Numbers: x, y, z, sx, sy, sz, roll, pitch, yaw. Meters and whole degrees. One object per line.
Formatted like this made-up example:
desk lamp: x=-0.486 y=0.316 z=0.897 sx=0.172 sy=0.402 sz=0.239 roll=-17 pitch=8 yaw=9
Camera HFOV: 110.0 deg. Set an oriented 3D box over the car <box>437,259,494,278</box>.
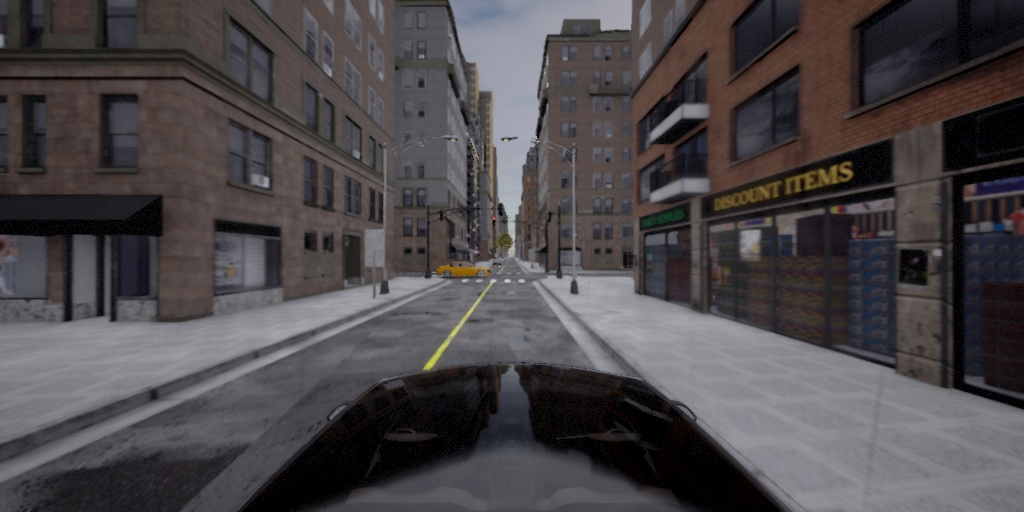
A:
car: x=-4.454 y=1.265 z=33.504 sx=5.008 sy=1.535 sz=1.882 roll=0 pitch=0 yaw=0
